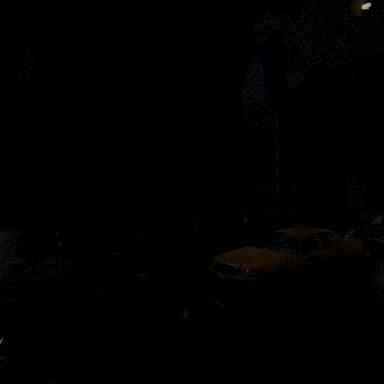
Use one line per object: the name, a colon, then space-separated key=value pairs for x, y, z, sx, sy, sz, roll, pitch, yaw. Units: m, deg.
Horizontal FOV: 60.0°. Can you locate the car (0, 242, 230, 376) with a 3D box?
car: x=-1.693 y=1.566 z=5.444 sx=4.313 sy=1.339 sz=1.947 roll=0 pitch=0 yaw=-36

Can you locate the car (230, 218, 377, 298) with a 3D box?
car: x=2.589 y=1.525 z=8.512 sx=4.829 sy=1.417 sz=1.752 roll=0 pitch=0 yaw=-36

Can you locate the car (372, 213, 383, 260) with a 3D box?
car: x=7.148 y=1.441 z=11.777 sx=4.097 sy=1.590 sz=1.967 roll=0 pitch=0 yaw=-36
